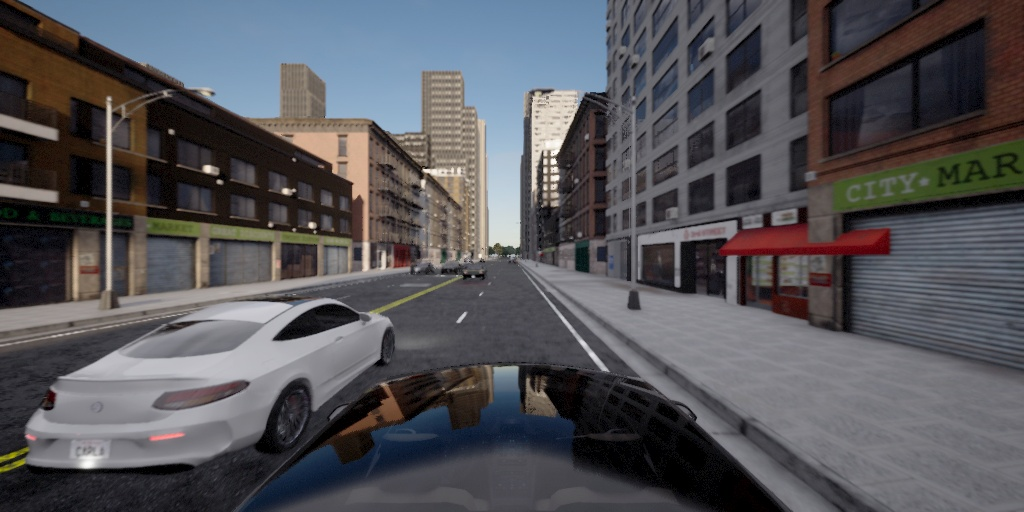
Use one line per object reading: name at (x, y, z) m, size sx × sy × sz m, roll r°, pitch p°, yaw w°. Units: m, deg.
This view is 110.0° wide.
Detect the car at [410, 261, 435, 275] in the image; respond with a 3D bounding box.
car at (-9.844, 1.276, 39.576) m, size 2.128 × 1.511 × 4.902 m, roll 0°, pitch 0°, yaw 0°

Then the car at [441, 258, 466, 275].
car at (-6.594, 1.290, 39.559) m, size 1.837 × 1.490 × 4.892 m, roll 0°, pitch 0°, yaw 0°

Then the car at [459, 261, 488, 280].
car at (-3.154, 1.376, 31.439) m, size 1.895 × 1.301 × 4.718 m, roll 0°, pitch 0°, yaw 0°

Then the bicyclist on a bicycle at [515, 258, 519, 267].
bicyclist on a bicycle at (0.881, 1.254, 62.691) m, size 0.866 × 1.612 × 1.509 m, roll 0°, pitch 0°, yaw 0°

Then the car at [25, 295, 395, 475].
car at (-3.149, 1.276, 4.982) m, size 1.812 × 1.442 × 4.674 m, roll 0°, pitch 0°, yaw 0°
